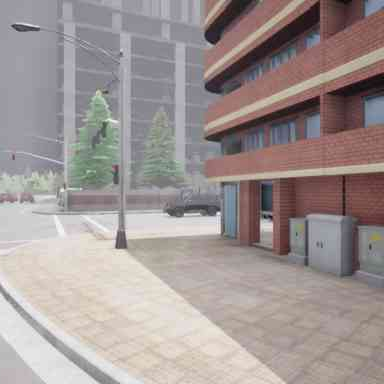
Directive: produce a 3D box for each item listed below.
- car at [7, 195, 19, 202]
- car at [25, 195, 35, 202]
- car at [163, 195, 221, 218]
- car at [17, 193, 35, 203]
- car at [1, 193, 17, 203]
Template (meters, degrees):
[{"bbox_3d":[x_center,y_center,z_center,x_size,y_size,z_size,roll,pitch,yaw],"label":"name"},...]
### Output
[{"bbox_3d":[-42.064,1.540,78.341,2.033,1.411,5.357,0,0,-23],"label":"car"},{"bbox_3d":[-38.677,1.524,79.316,1.812,1.442,4.674,0,0,-23],"label":"car"},{"bbox_3d":[0.122,1.277,31.354,5.566,2.045,2.150,0,0,-22],"label":"car"},{"bbox_3d":[-34.564,1.225,69.562,2.150,2.045,5.566,0,0,-23],"label":"car"},{"bbox_3d":[-37.932,1.225,68.542,2.150,2.045,5.566,0,0,-23],"label":"car"}]
